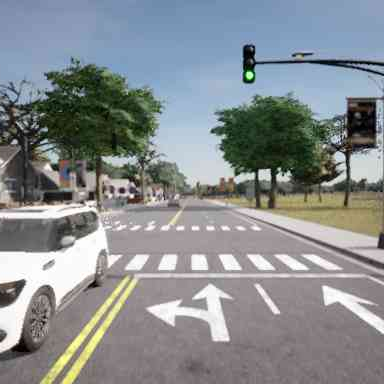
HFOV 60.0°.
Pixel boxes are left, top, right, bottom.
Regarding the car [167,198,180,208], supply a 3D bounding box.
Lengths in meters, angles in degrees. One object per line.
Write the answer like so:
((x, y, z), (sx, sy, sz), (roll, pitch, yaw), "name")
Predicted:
((-3.241, 1.922, 59.321), (2.097, 1.767, 4.553), (0, -1, 0), "car")

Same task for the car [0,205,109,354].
((-3.249, 1.335, 6.587), (2.150, 2.045, 5.566), (0, -1, 0), "car")
